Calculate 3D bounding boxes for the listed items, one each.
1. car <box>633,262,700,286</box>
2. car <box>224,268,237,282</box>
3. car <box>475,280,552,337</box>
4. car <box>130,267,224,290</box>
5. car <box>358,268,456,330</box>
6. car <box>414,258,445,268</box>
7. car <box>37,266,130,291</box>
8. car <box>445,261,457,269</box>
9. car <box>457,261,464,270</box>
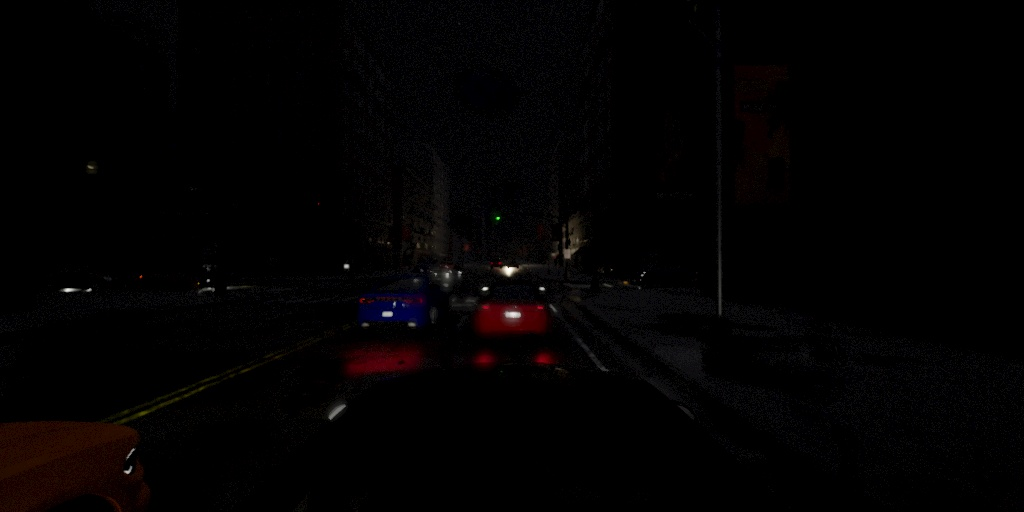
[{"bbox_3d":[11.624,1.348,27.319,4.553,1.767,2.097,0,-1,2],"label":"car"},{"bbox_3d":[-25.291,1.555,29.768,4.313,1.339,1.948,0,0,0],"label":"car"},{"bbox_3d":[0.052,1.386,10.545,1.994,1.385,4.181,0,0,1],"label":"car"},{"bbox_3d":[-22.530,1.489,24.269,4.181,1.385,1.994,0,-1,1],"label":"car"},{"bbox_3d":[-3.157,1.307,11.441,1.882,1.535,5.008,0,0,-1],"label":"car"},{"bbox_3d":[-9.722,1.293,41.624,2.150,2.045,5.566,0,0,0],"label":"car"},{"bbox_3d":[-25.357,1.333,21.744,4.097,1.591,1.967,0,0,0],"label":"car"},{"bbox_3d":[-9.695,1.501,51.552,2.097,1.767,4.553,0,0,0],"label":"car"},{"bbox_3d":[-9.627,1.739,63.049,1.837,1.490,4.892,0,1,0],"label":"car"}]
